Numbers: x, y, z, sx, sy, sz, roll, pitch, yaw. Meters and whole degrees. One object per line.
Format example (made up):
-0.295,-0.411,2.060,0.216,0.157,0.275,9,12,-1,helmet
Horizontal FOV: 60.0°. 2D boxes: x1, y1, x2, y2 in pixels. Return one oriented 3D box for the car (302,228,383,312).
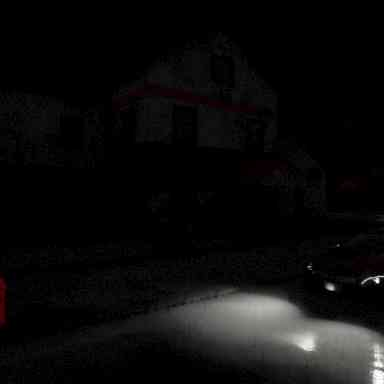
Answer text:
4.597,1.595,7.761,4.674,1.442,1.812,1,0,-35,car
